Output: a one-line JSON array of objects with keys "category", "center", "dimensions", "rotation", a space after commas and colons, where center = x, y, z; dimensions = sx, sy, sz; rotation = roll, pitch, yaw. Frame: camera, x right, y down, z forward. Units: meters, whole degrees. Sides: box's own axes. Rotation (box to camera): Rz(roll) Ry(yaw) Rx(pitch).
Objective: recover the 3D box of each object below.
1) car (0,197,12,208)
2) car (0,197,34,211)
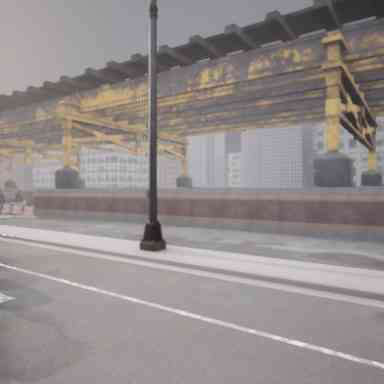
[{"category": "car", "center": [-23.644, 1.230, 40.347], "dimensions": [1.853, 1.218, 4.536], "rotation": [0, 0, -11]}, {"category": "car", "center": [-19.824, 1.238, 37.630], "dimensions": [4.536, 1.218, 1.853], "rotation": [0, 0, -1]}]
